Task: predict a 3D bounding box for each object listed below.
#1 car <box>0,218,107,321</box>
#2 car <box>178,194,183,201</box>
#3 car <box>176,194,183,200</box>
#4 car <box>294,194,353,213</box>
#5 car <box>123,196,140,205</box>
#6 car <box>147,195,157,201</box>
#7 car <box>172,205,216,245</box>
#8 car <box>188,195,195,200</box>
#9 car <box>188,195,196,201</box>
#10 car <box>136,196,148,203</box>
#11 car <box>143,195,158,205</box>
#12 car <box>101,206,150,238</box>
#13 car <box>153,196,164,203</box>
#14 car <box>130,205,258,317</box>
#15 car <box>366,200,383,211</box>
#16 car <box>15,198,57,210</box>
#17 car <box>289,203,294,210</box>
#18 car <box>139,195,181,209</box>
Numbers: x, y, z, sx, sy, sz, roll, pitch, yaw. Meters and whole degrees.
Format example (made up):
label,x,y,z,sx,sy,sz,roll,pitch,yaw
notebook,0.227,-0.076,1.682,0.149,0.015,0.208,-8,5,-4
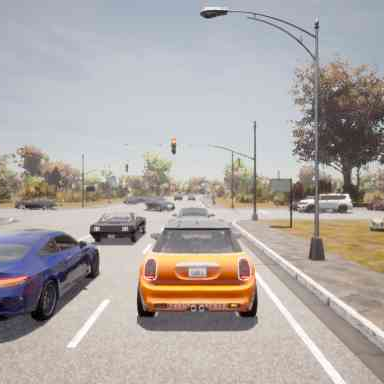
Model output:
label,x,y,z,sx,sy,sz,roll,pitch,yaw
car,-3.409,1.526,7.161,1.812,1.442,4.674,0,0,0
car,-3.599,1.492,84.597,1.837,1.490,4.892,0,0,0
car,-3.571,1.374,95.005,1.812,1.442,4.674,0,0,1
car,14.422,1.221,36.103,5.566,2.045,2.150,0,0,3
car,-10.652,1.505,57.392,1.837,1.490,4.892,0,0,0
car,-10.596,1.537,88.583,1.994,1.385,4.181,0,0,0
car,0.079,1.505,16.587,1.837,1.490,4.892,0,0,0
car,-0.073,1.595,94.768,1.895,1.301,4.718,0,0,1
car,-0.099,1.552,84.730,1.994,1.385,4.181,0,0,0
car,-10.586,1.552,70.375,1.994,1.385,4.181,0,0,0
car,-7.152,1.353,58.203,2.097,1.767,4.553,0,0,0
car,-3.420,1.601,16.319,1.895,1.301,4.718,0,0,0
car,-7.087,1.595,71.077,1.895,1.301,4.718,0,0,0
car,0.091,1.352,7.629,2.097,1.767,4.553,0,0,0
car,22.927,1.555,39.159,4.181,1.385,1.994,0,0,3
car,-19.351,1.491,41.395,4.902,1.511,2.128,0,0,-2
car,14.037,1.504,39.631,4.892,1.490,1.837,0,0,3
car,-3.828,1.491,38.861,2.128,1.511,4.902,0,0,-34
